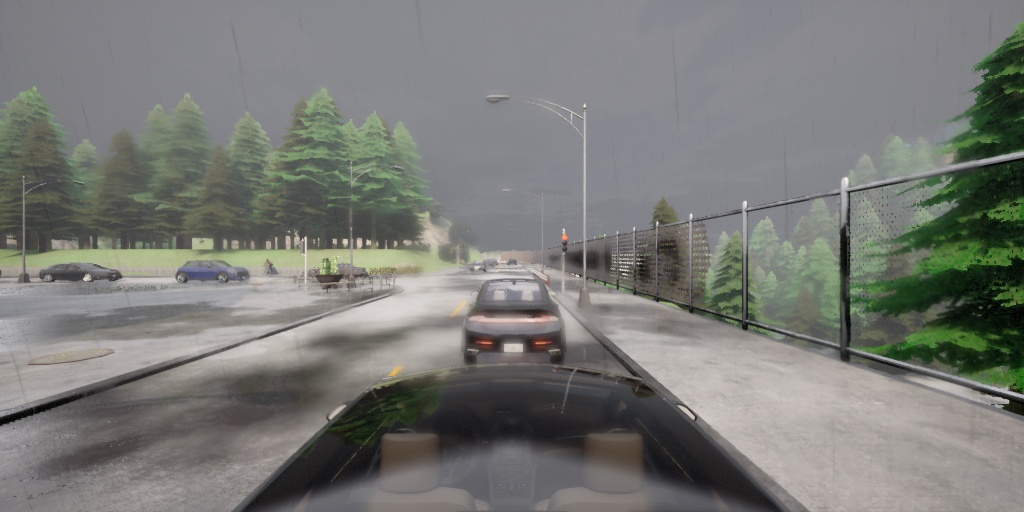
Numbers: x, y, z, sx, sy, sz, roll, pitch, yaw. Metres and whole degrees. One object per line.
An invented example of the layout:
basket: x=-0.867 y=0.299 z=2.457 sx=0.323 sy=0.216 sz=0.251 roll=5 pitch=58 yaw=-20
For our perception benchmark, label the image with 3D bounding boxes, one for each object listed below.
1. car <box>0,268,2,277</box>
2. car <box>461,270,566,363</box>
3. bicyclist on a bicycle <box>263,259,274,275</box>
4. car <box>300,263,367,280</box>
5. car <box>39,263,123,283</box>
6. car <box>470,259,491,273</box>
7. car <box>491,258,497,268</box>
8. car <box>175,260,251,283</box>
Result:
car: x=-47.628 y=1.276 z=31.333 sx=4.674 sy=1.442 sz=1.812 roll=0 pitch=0 yaw=1
car: x=0.047 y=1.241 z=8.092 sx=2.128 sy=1.511 sz=4.902 roll=0 pitch=0 yaw=1
bicyclist on a bicycle: x=-24.155 y=1.099 z=35.572 sx=0.582 sy=1.620 sz=1.656 roll=0 pitch=0 yaw=0
car: x=-15.323 y=1.297 z=30.954 sx=5.357 sy=1.411 sz=2.033 roll=0 pitch=0 yaw=9
car: x=-32.598 y=1.255 z=27.182 sx=4.892 sy=1.490 sz=1.837 roll=0 pitch=0 yaw=0
car: x=-4.098 y=1.241 z=44.400 sx=2.128 sy=1.511 sz=4.902 roll=0 pitch=0 yaw=0
car: x=-4.069 y=1.257 z=61.833 sx=1.837 sy=1.490 sz=4.892 roll=0 pitch=-1 yaw=0
car: x=-22.531 y=1.102 z=27.173 sx=4.553 sy=1.767 sz=2.097 roll=0 pitch=0 yaw=0
